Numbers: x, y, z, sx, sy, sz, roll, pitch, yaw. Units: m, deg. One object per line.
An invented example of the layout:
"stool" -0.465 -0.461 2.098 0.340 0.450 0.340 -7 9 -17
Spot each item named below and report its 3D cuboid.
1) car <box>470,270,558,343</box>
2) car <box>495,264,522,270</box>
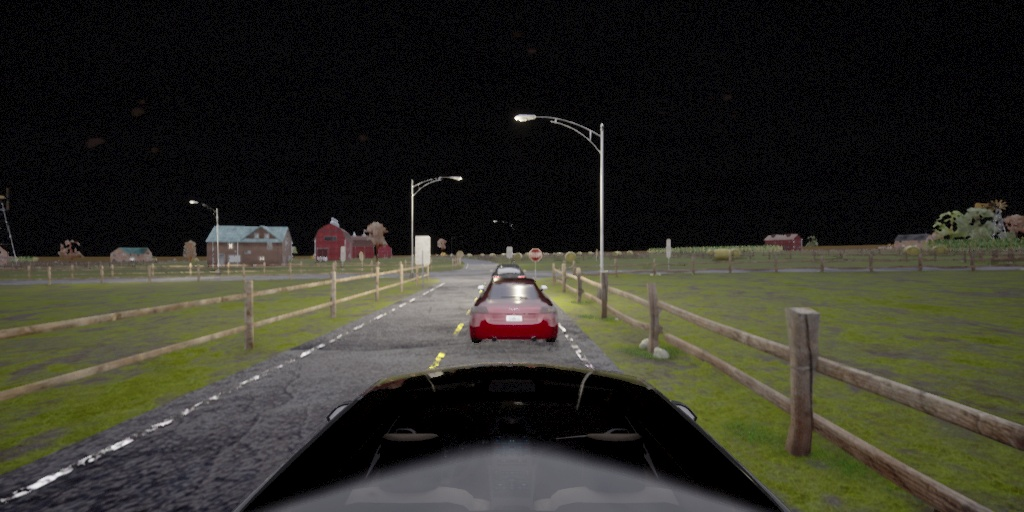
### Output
"car" 0.020 1.252 9.463 1.994 1.385 4.181 0 0 -1
"car" -0.190 1.142 18.922 1.812 1.442 4.674 0 0 -2
